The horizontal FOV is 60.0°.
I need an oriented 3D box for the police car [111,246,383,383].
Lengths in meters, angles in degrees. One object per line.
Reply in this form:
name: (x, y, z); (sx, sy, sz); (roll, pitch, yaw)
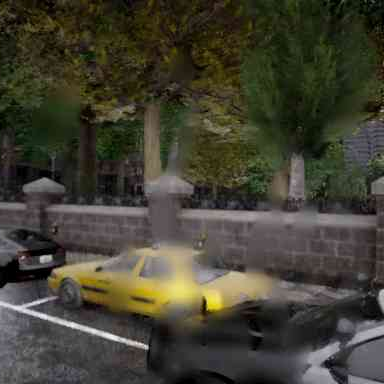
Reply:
police car: (1.964, 1.531, 2.812); (5.238, 1.638, 1.930); (0, -1, 30)

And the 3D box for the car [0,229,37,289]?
car: (-5.402, 1.683, 9.282); (4.313, 1.339, 1.947); (0, -1, 30)

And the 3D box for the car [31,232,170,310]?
car: (-0.840, 1.664, 6.610); (4.829, 1.417, 1.752); (0, -1, 30)
